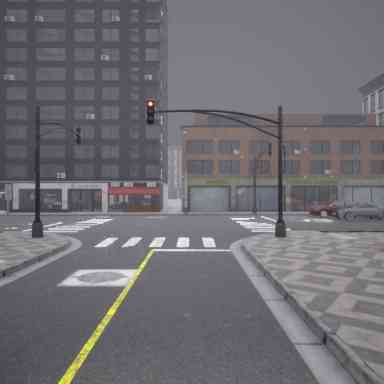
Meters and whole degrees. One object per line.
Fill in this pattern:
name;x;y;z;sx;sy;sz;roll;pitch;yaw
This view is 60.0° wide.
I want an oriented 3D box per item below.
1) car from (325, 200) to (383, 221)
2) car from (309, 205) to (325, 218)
car;13.399;1.550;26.653;4.181;1.385;1.994;0;0;0
car;13.143;1.491;29.906;5.008;1.535;1.882;0;0;1
